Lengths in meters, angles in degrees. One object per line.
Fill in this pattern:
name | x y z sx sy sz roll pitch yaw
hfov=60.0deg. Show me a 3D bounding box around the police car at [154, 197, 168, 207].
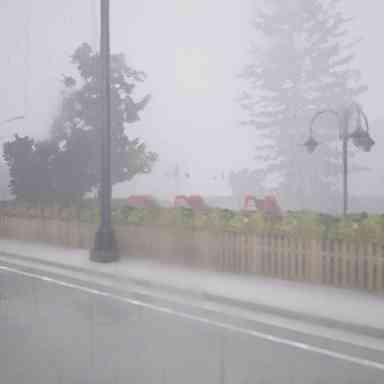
police car | -6.041 1.589 53.955 1.930 1.638 5.238 0 0 35
